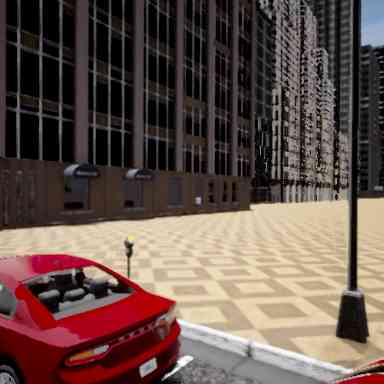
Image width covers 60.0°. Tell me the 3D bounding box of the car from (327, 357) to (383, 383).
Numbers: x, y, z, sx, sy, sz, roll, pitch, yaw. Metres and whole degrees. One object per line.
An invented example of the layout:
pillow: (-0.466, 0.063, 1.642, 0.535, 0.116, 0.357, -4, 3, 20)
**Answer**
car: (2.379, 1.450, 1.177, 4.097, 1.590, 1.967, 0, 0, 35)

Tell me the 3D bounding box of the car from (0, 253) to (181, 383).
car: (-2.231, 1.517, 4.465, 4.507, 1.381, 1.887, 0, 0, 35)
